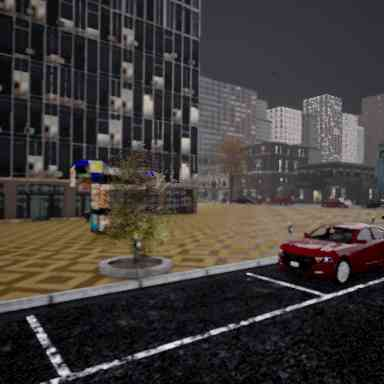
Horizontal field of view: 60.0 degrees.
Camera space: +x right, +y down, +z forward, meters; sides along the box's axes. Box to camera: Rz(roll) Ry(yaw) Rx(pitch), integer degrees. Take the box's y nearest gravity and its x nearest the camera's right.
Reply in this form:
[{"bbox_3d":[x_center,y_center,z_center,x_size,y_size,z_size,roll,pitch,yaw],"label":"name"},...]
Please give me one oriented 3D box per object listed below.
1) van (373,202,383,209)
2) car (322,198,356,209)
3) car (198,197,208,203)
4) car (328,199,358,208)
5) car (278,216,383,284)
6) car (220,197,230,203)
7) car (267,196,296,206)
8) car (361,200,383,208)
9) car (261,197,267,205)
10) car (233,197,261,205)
[{"bbox_3d":[9.009,1.378,12.927,3.998,1.788,1.690,0,1,-35],"label":"van"},{"bbox_3d":[20.341,1.587,46.474,1.967,1.590,4.097,1,-1,-35],"label":"car"},{"bbox_3d":[1.579,1.834,73.785,1.752,1.417,4.829,1,-1,-35],"label":"car"},{"bbox_3d":[24.923,1.892,55.025,1.802,1.307,4.206,1,-1,-35],"label":"car"},{"bbox_3d":[4.410,1.568,9.651,4.507,1.381,1.887,0,1,-35],"label":"car"},{"bbox_3d":[8.371,1.888,78.698,1.967,1.590,4.097,1,-1,-35],"label":"car"},{"bbox_3d":[17.922,1.683,65.059,2.192,1.841,5.009,1,-1,-35],"label":"car"},{"bbox_3d":[28.044,1.850,50.520,1.947,1.339,4.313,1,-1,-35],"label":"car"},{"bbox_3d":[14.733,1.834,69.603,1.967,1.590,4.097,1,-1,-35],"label":"car"},{"bbox_3d":[10.563,1.782,65.514,1.837,1.490,4.892,1,-1,-34],"label":"car"}]
